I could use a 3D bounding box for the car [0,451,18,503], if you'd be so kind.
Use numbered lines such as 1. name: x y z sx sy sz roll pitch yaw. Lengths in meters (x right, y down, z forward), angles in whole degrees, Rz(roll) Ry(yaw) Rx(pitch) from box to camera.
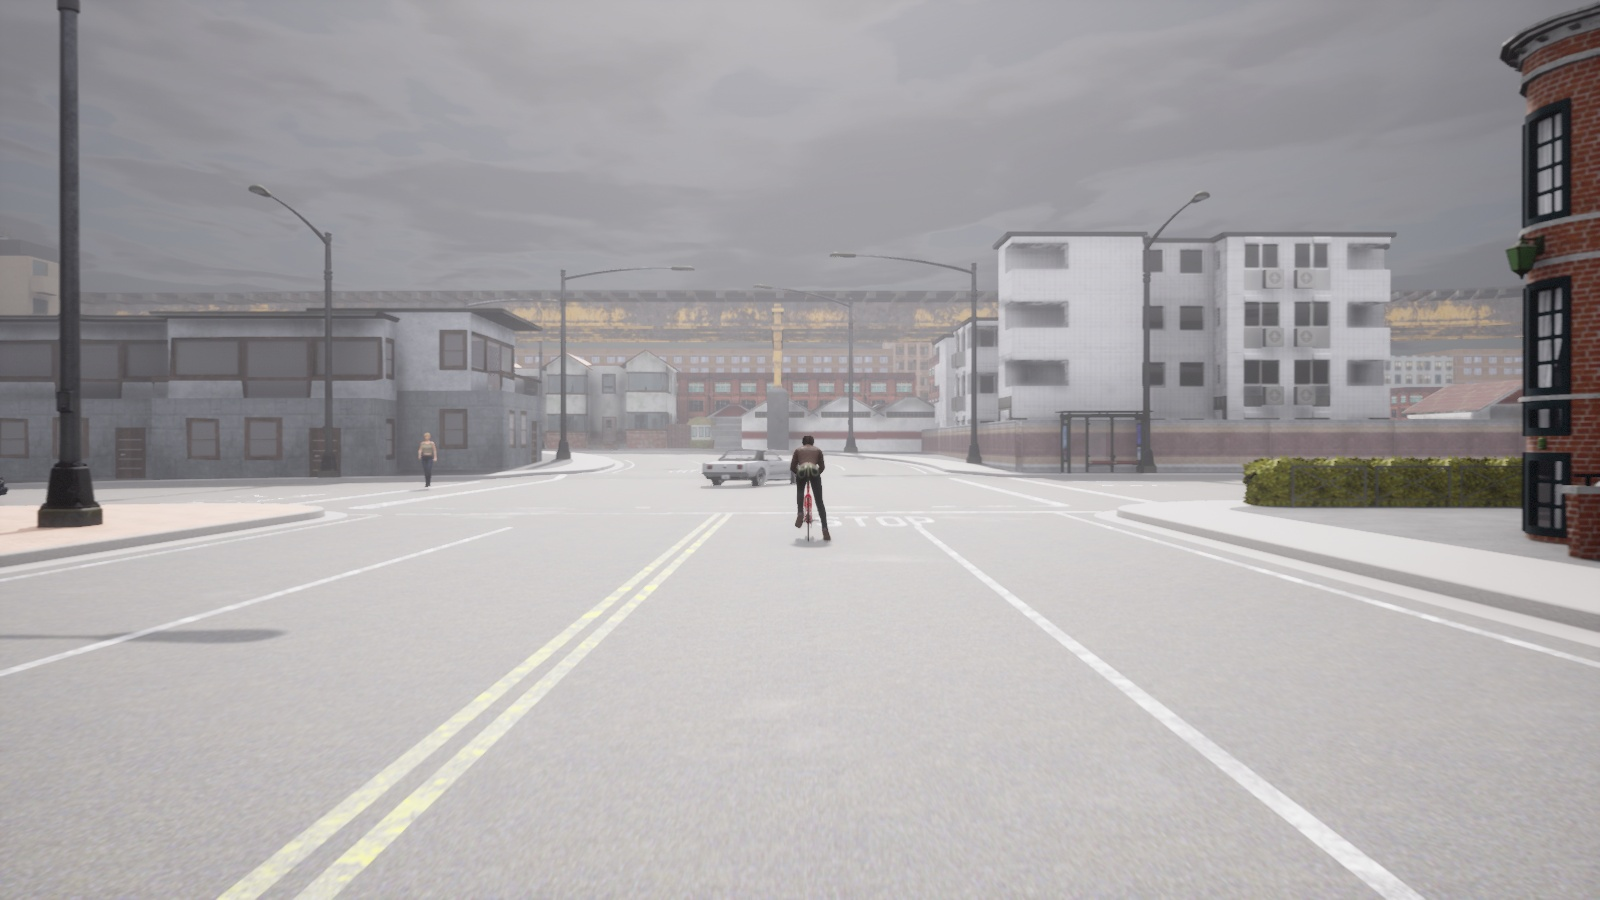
1. car: -24.215 0.777 33.516 5.357 1.411 2.033 -1 0 -1

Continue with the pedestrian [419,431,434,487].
1. pedestrian: -12.394 0.296 41.710 0.345 1.836 0.594 0 0 -4

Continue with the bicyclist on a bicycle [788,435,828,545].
1. bicyclist on a bicycle: 0.127 0.590 19.359 0.582 1.620 1.656 0 0 0

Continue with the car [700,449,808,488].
1. car: -1.573 0.619 45.179 1.895 1.301 4.718 0 0 26
